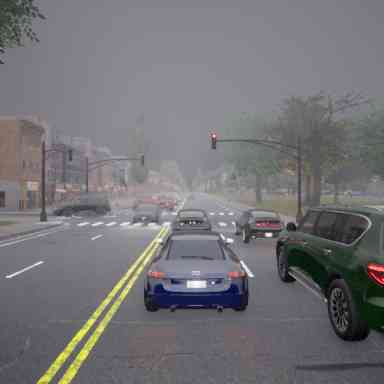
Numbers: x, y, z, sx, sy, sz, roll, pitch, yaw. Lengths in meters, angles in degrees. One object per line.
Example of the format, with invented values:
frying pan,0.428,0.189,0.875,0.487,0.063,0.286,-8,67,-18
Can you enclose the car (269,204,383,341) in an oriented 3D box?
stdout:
car,3.314,1.235,6.641,2.150,2.045,5.566,0,0,0

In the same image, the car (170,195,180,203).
car,-3.397,1.440,68.626,1.812,1.442,4.674,0,1,0

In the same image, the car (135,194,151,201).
car,-6.685,1.321,46.589,2.150,2.045,5.566,0,0,0

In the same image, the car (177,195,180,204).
car,-3.445,1.382,55.707,2.097,1.767,4.553,0,1,0

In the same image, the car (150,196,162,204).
car,-6.686,1.497,62.130,1.812,1.442,4.674,0,0,0

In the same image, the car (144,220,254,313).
car,0.065,1.583,7.787,1.994,1.385,4.181,0,0,0

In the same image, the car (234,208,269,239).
car,3.262,1.581,16.503,1.837,1.490,4.892,0,0,0

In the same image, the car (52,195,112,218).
car,-10.678,1.385,32.538,5.566,2.045,2.150,0,1,-37

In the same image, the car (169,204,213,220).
car,0.008,1.582,16.675,1.837,1.490,4.892,0,0,1

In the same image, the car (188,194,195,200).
car,-0.167,1.304,84.399,2.128,1.511,4.902,0,0,0

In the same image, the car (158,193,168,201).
car,-6.652,1.186,76.666,2.097,1.767,4.553,0,0,0

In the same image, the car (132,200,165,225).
car,-3.399,1.628,25.657,1.837,1.490,4.892,0,0,0

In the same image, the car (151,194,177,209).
car,-3.430,1.341,41.940,2.150,2.045,5.566,0,0,0
